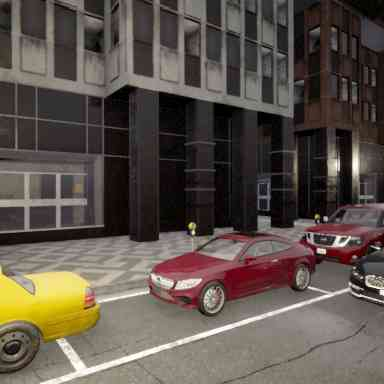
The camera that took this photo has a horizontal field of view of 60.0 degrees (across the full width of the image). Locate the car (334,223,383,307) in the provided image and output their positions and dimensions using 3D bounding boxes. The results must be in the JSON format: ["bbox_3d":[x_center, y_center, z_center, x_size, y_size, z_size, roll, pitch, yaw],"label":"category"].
[{"bbox_3d":[5.335,1.504,7.173,4.892,1.490,1.837,0,0,-35],"label":"car"}]

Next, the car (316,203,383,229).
[{"bbox_3d":[5.626,1.314,10.653,5.009,1.841,2.192,0,0,-35],"label":"car"}]

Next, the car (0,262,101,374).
[{"bbox_3d":[-3.640,1.525,4.057,4.829,1.417,1.752,0,0,-35],"label":"car"}]

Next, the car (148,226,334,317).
[{"bbox_3d":[1.062,1.581,7.403,4.206,1.307,1.802,0,0,-35],"label":"car"}]
